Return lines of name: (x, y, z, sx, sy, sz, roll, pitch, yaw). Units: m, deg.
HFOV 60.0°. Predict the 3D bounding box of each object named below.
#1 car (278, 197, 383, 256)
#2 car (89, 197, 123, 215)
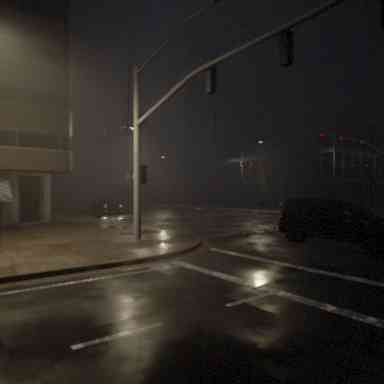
car: (6.194, 1.261, 13.786, 2.150, 2.045, 5.566, 0, 0, -37)
car: (-8.808, 1.391, 33.979, 2.097, 1.767, 4.553, 0, 0, -37)
